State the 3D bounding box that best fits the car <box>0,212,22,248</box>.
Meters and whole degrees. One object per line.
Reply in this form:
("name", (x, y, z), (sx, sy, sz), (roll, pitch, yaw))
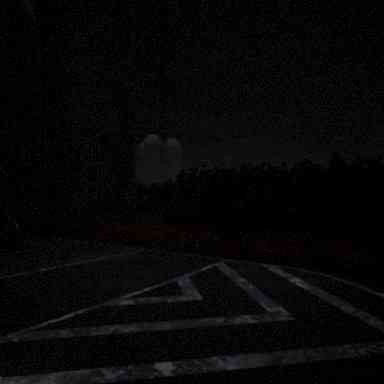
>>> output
("car", (-9.328, 1.630, 13.649), (1.851, 1.617, 3.988), (-1, 0, 35))
